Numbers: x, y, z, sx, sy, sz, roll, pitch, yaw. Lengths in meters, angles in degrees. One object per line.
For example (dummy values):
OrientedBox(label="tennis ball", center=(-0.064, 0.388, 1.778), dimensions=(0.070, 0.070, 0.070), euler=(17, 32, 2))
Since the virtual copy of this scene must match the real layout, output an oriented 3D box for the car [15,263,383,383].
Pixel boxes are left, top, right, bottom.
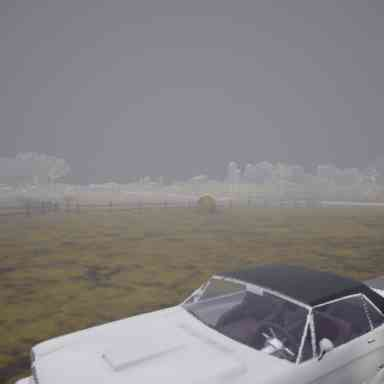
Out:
OrientedBox(label="car", center=(0.775, 1.600, 3.622), dimensions=(4.718, 1.301, 1.895), euler=(0, 0, -36))
